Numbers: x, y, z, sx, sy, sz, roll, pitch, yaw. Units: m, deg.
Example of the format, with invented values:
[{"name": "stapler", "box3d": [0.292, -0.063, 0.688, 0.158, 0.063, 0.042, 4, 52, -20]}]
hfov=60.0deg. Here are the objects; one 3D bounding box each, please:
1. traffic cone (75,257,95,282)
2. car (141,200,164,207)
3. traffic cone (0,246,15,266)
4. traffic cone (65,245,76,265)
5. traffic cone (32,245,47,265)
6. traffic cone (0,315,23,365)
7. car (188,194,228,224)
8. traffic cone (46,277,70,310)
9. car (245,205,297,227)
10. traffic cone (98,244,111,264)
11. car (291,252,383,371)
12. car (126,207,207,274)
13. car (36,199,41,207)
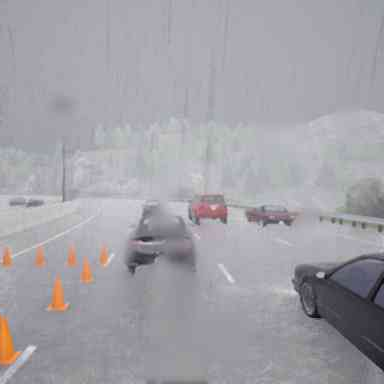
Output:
[{"name": "traffic cone", "box3d": [-2.698, 1.951, 8.505, 0.340, 0.580, 0.340, 0, 0, -2]}, {"name": "car", "box3d": [-3.494, 1.462, 29.773, 1.812, 1.442, 4.674, 0, 0, -10]}, {"name": "traffic cone", "box3d": [-5.773, 1.972, 10.388, 0.340, 0.580, 0.340, 0, 0, -2]}, {"name": "traffic cone", "box3d": [-3.774, 1.954, 10.465, 0.340, 0.580, 0.340, 0, 0, -2]}, {"name": "traffic cone", "box3d": [-4.774, 1.963, 10.427, 0.340, 0.580, 0.340, 0, 0, -2]}, {"name": "traffic cone", "box3d": [-2.543, 1.963, 4.508, 0.340, 0.580, 0.340, 0, 0, -2]}, {"name": "car", "box3d": [1.042, 1.136, 24.072, 2.150, 2.045, 5.566, 0, 0, -8]}, {"name": "traffic cone", "box3d": [-2.621, 1.957, 6.507, 0.340, 0.580, 0.340, 0, 0, -2]}, {"name": "car", "box3d": [4.920, 1.491, 21.595, 1.895, 1.301, 4.718, -1, 0, -8]}, {"name": "traffic cone", "box3d": [-2.775, 1.946, 10.504, 0.340, 0.580, 0.340, 0, 0, -2]}, {"name": "car", "box3d": [2.997, 1.508, 4.248, 2.033, 1.411, 5.357, 0, 0, -2]}, {"name": "car", "box3d": [-0.942, 1.466, 10.514, 2.128, 1.511, 4.902, 0, 0, -5]}, {"name": "car", "box3d": [-22.879, 1.642, 48.911, 1.895, 1.301, 4.718, -1, 0, -18]}]
